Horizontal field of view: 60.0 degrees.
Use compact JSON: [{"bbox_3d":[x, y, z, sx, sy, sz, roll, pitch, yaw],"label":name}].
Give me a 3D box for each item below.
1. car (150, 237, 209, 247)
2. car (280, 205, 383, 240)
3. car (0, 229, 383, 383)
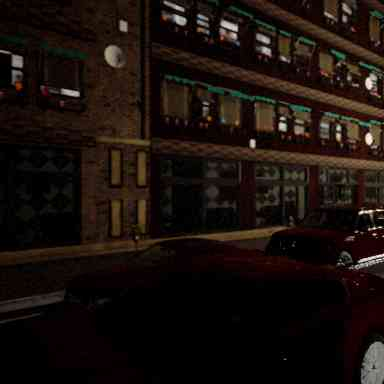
[{"bbox_3d":[-0.227,1.583,6.398,4.206,1.307,1.802,0,0,-35],"label":"car"},{"bbox_3d":[4.411,1.319,9.706,5.009,1.841,2.192,0,0,-35],"label":"car"},{"bbox_3d":[0.265,1.479,3.535,5.008,1.535,1.882,-1,0,-35],"label":"car"}]
